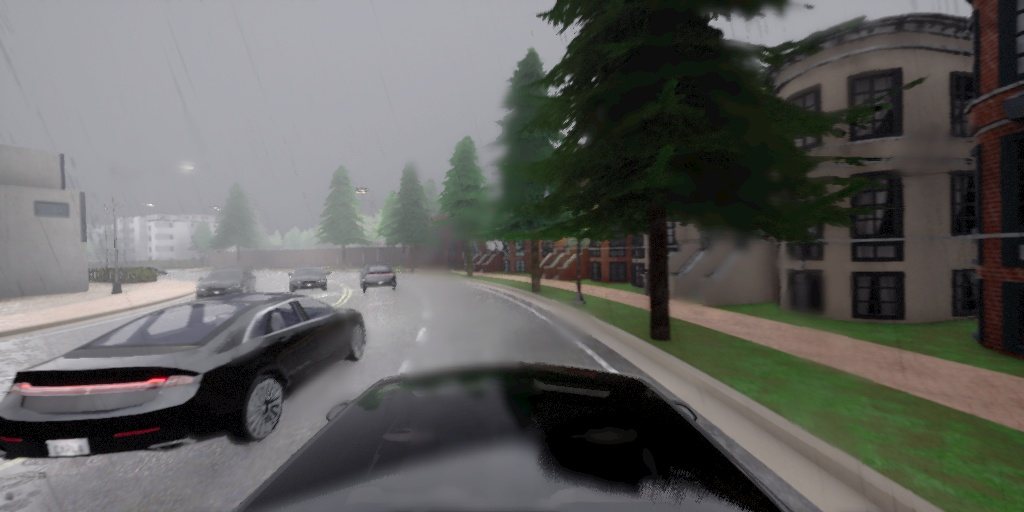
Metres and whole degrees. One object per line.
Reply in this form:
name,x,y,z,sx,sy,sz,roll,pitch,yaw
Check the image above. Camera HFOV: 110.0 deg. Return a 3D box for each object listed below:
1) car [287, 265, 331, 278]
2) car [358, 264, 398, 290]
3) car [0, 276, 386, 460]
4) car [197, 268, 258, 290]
car,-12.196,1.333,21.612,1.837,1.490,4.892,-1,1,-29
car,-8.031,1.221,21.420,2.128,1.511,4.902,-2,1,-24
car,-3.709,1.293,5.283,2.128,1.511,4.902,-1,1,-4
car,-14.552,1.424,18.551,1.837,1.490,4.892,-1,1,-27
